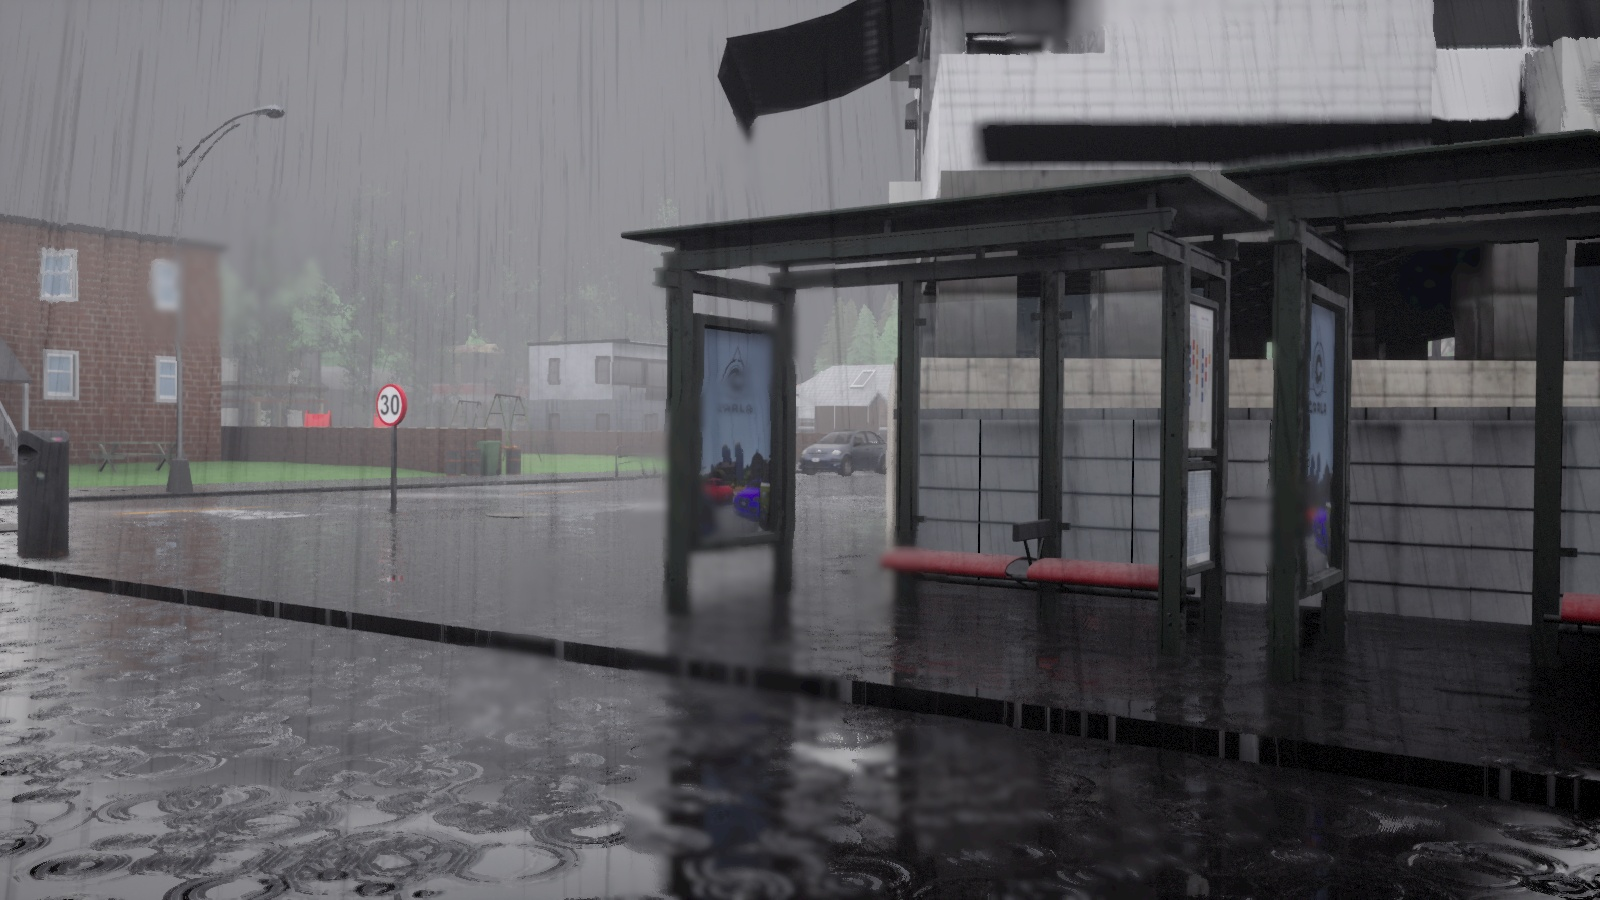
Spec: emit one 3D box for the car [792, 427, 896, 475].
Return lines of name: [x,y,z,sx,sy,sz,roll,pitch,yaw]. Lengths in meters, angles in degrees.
car: [1.603,0.007,44.505,1.851,1.617,3.988,0,1,34]
